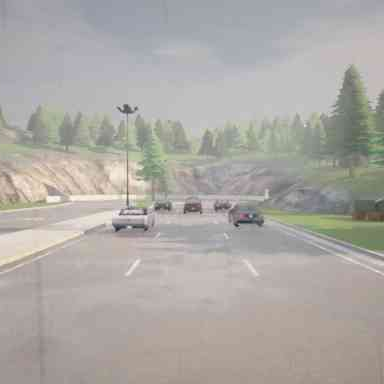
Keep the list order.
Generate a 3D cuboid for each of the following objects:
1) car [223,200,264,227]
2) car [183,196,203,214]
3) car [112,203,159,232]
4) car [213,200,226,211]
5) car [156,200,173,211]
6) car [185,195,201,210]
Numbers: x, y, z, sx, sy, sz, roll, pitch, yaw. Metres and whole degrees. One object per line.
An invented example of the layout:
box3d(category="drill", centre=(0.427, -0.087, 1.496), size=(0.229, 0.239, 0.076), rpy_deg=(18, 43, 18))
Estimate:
box3d(category="car", centre=(3.603, 1.548, 22.829), size=(2.033, 1.411, 5.357), rpy_deg=(0, 0, 0))
box3d(category="car", centre=(0.097, 1.478, 35.348), size=(1.882, 1.535, 5.008), rpy_deg=(0, 0, 0))
box3d(category="car", centre=(-3.398, 1.601, 20.286), size=(1.895, 1.301, 4.718), rpy_deg=(0, 0, 0))
box3d(category="car", centre=(3.627, 1.601, 40.457), size=(1.895, 1.301, 4.718), rpy_deg=(0, 0, 0))
box3d(category="car", centre=(-3.378, 1.601, 39.997), size=(1.895, 1.301, 4.718), rpy_deg=(0, 0, 0))
box3d(category="car", centre=(0.199, 1.352, 44.578), size=(2.097, 1.767, 4.553), rpy_deg=(0, 0, 1))
